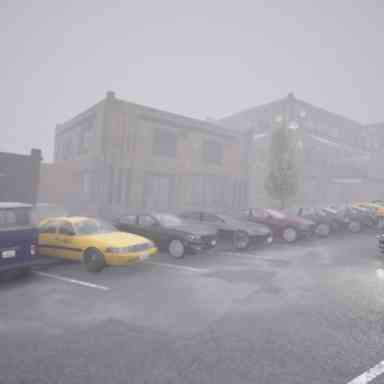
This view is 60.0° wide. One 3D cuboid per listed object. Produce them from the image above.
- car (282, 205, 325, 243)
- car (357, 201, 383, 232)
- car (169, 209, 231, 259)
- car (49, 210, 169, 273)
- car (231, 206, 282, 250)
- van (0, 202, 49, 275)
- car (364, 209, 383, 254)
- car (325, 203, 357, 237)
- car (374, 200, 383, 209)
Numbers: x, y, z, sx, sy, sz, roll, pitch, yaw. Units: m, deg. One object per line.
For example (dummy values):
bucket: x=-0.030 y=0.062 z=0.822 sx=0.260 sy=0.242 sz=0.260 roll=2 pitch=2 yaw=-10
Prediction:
car: x=3.396 y=1.462 z=16.026 sx=5.008 sy=1.535 sz=2.097 roll=-1 pitch=-1 yaw=34
car: x=8.147 y=1.457 z=19.469 sx=4.892 sy=1.521 sz=2.231 roll=-1 pitch=-1 yaw=34
car: x=-1.344 y=1.467 z=12.559 sx=5.008 sy=1.535 sz=2.097 roll=-1 pitch=-1 yaw=34
car: x=-3.552 y=1.464 z=10.713 sx=5.366 sy=1.575 sz=1.946 roll=-1 pitch=-1 yaw=34
car: x=1.054 y=1.494 z=14.269 sx=4.792 sy=1.488 sz=2.163 roll=-1 pitch=-1 yaw=34
van: x=-6.174 y=1.248 z=9.144 sx=4.442 sy=1.987 sz=1.878 roll=-1 pitch=0 yaw=34
car: x=8.588 y=1.477 z=11.979 sx=4.902 sy=1.511 sz=2.128 roll=0 pitch=0 yaw=-36
car: x=5.775 y=1.460 z=17.745 sx=4.892 sy=1.521 sz=2.231 roll=-1 pitch=0 yaw=34
car: x=10.522 y=1.453 z=21.198 sx=5.008 sy=1.535 sz=2.097 roll=-1 pitch=-1 yaw=34
